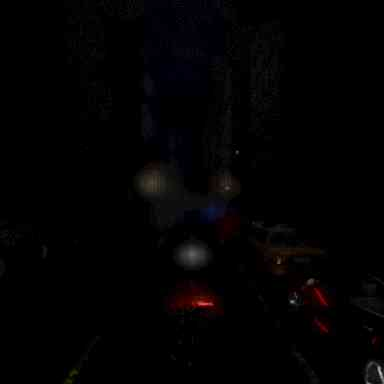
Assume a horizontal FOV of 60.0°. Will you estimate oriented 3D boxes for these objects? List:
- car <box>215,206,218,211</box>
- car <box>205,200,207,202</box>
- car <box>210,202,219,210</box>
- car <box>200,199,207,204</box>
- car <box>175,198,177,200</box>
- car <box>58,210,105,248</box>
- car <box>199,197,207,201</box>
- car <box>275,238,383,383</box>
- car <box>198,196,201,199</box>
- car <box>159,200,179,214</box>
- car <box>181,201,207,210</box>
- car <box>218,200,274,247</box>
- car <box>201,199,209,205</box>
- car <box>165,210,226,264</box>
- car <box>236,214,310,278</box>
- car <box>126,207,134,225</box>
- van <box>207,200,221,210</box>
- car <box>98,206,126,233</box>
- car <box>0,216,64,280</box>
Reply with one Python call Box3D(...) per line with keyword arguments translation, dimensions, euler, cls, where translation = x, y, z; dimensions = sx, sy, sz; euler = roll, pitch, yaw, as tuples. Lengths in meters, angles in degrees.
Box3D(translation=(2.681, 1.824, 21.496), dimensions=(1.802, 1.307, 4.206), euler=(1, -1, 0), cls="car")
Box3D(translation=(2.688, 1.958, 38.686), dimensions=(1.752, 1.417, 4.829), euler=(1, -1, 0), cls="car")
Box3D(translation=(2.684, 1.832, 27.340), dimensions=(1.752, 1.417, 4.829), euler=(1, -1, 0), cls="car")
Box3D(translation=(3.230, 2.566, 92.767), dimensions=(1.887, 1.381, 4.507), euler=(1, -1, 1), cls="car")
Box3D(translation=(-5.440, 2.471, 81.813), dimensions=(1.947, 1.339, 4.313), euler=(1, -1, 1), cls="car")
Box3D(translation=(-5.846, 1.745, 15.830), dimensions=(1.947, 1.339, 4.313), euler=(1, -1, 0), cls="car")
Box3D(translation=(3.013, 2.409, 76.177), dimensions=(1.947, 1.339, 4.313), euler=(1, -1, 1), cls="car")
Box3D(translation=(2.676, 1.618, 4.477), dimensions=(1.947, 1.339, 4.313), euler=(1, -1, 0), cls="car")
Box3D(translation=(3.158, 2.513, 87.237), dimensions=(2.008, 1.369, 4.403), euler=(1, -1, 1), cls="car")
Box3D(translation=(-3.029, 2.068, 41.805), dimensions=(1.895, 1.301, 4.718), euler=(0, -1, 1), cls="car")
Box3D(translation=(0.061, 1.798, 28.541), dimensions=(1.882, 1.535, 5.008), euler=(0, 0, 1), cls="car")
Box3D(translation=(2.682, 1.494, 15.827), dimensions=(2.192, 1.841, 5.009), euler=(1, -1, 0), cls="car")
Box3D(translation=(3.086, 2.447, 81.707), dimensions=(1.887, 1.381, 4.507), euler=(1, -1, 1), cls="car")
Box3D(translation=(0.046, 1.647, 12.396), dimensions=(1.837, 1.490, 4.892), euler=(0, 0, 1), cls="car")
Box3D(translation=(2.678, 1.643, 10.321), dimensions=(1.752, 1.417, 4.829), euler=(1, -1, 0), cls="car")
Box3D(translation=(-5.842, 1.850, 27.175), dimensions=(1.887, 1.381, 4.507), euler=(1, -1, 0), cls="car")
Box3D(translation=(2.688, 1.709, 32.845), dimensions=(1.690, 1.788, 3.998), euler=(1, -1, 0), cls="van")
Box3D(translation=(-5.844, 1.808, 21.503), dimensions=(1.947, 1.339, 4.313), euler=(1, -1, 0), cls="car")
Box3D(translation=(-5.847, 1.666, 10.158), dimensions=(2.008, 1.369, 4.403), euler=(1, -1, 0), cls="car")
